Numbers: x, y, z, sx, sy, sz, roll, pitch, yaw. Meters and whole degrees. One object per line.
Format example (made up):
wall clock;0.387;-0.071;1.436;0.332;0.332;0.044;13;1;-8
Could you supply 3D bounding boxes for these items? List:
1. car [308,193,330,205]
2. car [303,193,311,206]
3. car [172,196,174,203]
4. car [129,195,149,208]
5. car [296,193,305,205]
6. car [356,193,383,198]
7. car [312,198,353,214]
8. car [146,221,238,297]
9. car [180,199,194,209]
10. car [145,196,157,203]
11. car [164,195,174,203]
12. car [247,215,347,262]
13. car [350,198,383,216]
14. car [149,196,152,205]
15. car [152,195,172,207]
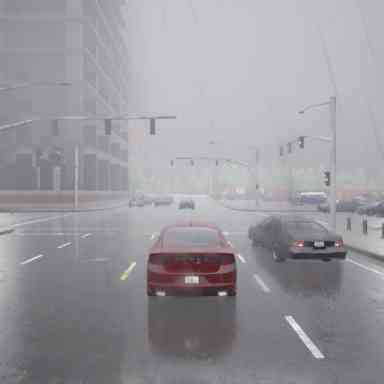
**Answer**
car;24.118;1.451;61.297;3.806;1.475;1.970;0;0;-1
car;24.095;1.419;64.192;3.905;1.438;1.784;0;0;-1
car;-4.743;1.547;61.166;2.033;1.411;5.357;0;0;0
car;-8.080;1.491;48.901;2.128;1.511;4.902;0;0;-1
car;24.022;1.209;66.875;4.605;1.855;1.932;0;0;-1
car;39.038;1.209;72.549;4.605;1.855;1.932;0;0;-1
car;16.281;1.603;35.773;5.357;1.411;2.033;0;0;-1
car;-0.012;1.478;8.640;1.882;1.535;5.008;0;0;0
car;-0.720;1.600;45.094;1.895;1.301;4.718;0;0;-1
car;-8.294;1.564;68.076;1.994;1.385;4.181;0;0;-1
car;-4.830;1.500;71.286;1.837;1.490;4.892;0;0;-1
car;3.477;1.547;12.076;2.033;1.411;5.357;0;0;-4
car;18.386;1.581;32.277;4.674;1.442;1.812;0;0;-1
car;-8.208;1.352;58.114;2.097;1.767;4.553;0;0;-1
car;-4.611;1.477;51.209;1.882;1.535;5.008;0;0;-1
